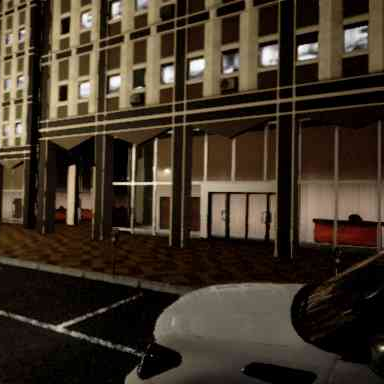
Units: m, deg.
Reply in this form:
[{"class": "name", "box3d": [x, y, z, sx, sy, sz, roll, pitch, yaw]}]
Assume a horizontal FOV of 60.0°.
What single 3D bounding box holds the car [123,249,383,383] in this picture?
[{"class": "car", "box3d": [2.209, 1.347, 2.374, 5.566, 2.045, 2.150, 0, -2, 25]}]
